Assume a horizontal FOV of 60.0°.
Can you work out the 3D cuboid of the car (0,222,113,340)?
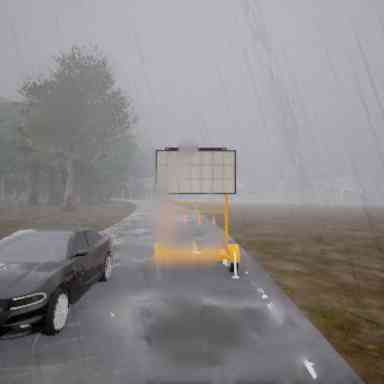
[{"bbox_3d":[-3.023,1.477,6.927,1.882,1.535,5.008,0,0,0],"label":"car"}]

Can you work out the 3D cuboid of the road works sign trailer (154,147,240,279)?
[{"bbox_3d":[0.111,0.468,10.057,2.380,3.560,2.880,0,0,-1],"label":"road works sign trailer"}]
